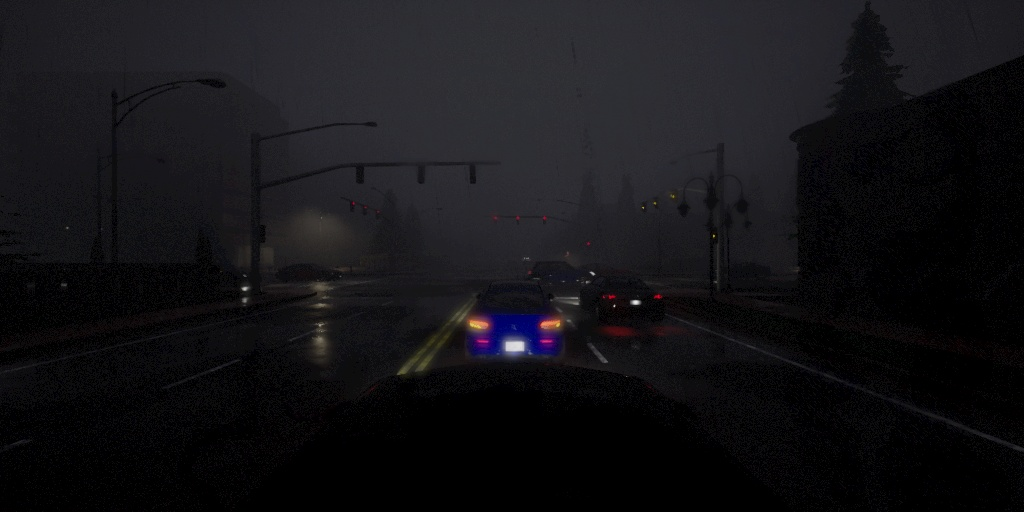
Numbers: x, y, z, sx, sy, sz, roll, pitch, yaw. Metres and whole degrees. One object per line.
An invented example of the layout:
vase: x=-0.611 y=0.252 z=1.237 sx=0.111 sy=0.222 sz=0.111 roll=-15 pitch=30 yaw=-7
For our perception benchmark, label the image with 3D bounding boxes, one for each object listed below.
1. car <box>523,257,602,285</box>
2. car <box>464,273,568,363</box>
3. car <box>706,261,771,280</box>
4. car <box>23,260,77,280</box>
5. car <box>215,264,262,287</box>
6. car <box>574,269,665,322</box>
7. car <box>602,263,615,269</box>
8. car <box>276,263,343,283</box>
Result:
car: x=3.198 y=1.102 z=23.482 sx=4.553 sy=1.767 sz=2.097 roll=0 pitch=0 yaw=1
car: x=0.063 y=1.276 z=8.010 sx=1.812 sy=1.442 sz=4.674 roll=0 pitch=0 yaw=0
car: x=19.370 y=1.228 z=30.769 sx=5.008 sy=1.535 sz=1.882 roll=0 pitch=0 yaw=-1
car: x=-34.897 y=1.101 z=27.410 sx=4.553 sy=1.767 sz=2.097 roll=0 pitch=0 yaw=0
car: x=-19.318 y=1.276 z=23.914 sx=4.674 sy=1.442 sz=1.812 roll=0 pitch=0 yaw=0
car: x=3.580 y=1.314 z=12.362 sx=1.994 sy=1.385 sz=4.181 roll=0 pitch=0 yaw=0
car: x=6.594 y=1.227 z=26.965 sx=5.008 sy=1.535 sz=1.882 roll=0 pitch=0 yaw=0
car: x=-15.458 y=1.276 z=27.401 sx=4.674 sy=1.442 sz=1.812 roll=0 pitch=0 yaw=0
